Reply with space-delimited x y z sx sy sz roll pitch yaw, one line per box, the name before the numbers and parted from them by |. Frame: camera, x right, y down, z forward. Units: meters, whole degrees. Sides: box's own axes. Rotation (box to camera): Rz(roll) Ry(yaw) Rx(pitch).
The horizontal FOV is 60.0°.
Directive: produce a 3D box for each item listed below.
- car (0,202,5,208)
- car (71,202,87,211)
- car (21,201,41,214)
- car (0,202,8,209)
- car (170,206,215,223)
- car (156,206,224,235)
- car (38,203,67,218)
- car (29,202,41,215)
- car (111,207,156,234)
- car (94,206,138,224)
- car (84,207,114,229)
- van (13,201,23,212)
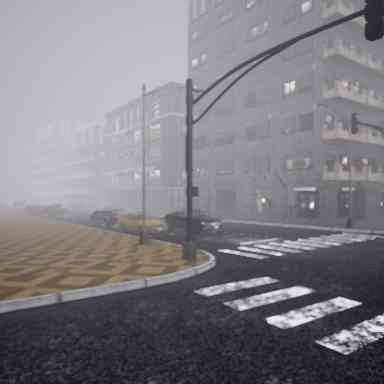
car | -46.944 3.213 81.171 1.802 1.307 4.206 -1 0 -36
car | -20.108 2.498 58.798 1.967 1.590 4.097 -1 0 -36
car | -23.510 2.520 49.278 1.887 1.381 4.507 -1 0 -36
car | -43.597 3.088 76.615 2.008 1.369 4.403 -1 0 -36
car | -0.018 2.048 31.460 2.008 1.369 4.403 -1 0 -36
car | 0.008 1.866 21.663 2.128 1.511 4.902 0 -1 -36
car | -16.814 2.333 40.166 1.887 1.381 4.507 -1 0 -36
car | -20.161 2.464 44.722 1.802 1.307 4.206 -1 0 -36
car | -3.323 1.938 21.805 1.752 1.417 4.829 -1 0 -36
car | -7.325 2.125 31.648 2.033 1.411 5.357 0 -1 -36
car | -6.771 2.074 26.498 1.947 1.339 4.313 -1 0 -36
van | -30.211 2.503 58.392 1.690 1.788 3.998 -1 0 -36
